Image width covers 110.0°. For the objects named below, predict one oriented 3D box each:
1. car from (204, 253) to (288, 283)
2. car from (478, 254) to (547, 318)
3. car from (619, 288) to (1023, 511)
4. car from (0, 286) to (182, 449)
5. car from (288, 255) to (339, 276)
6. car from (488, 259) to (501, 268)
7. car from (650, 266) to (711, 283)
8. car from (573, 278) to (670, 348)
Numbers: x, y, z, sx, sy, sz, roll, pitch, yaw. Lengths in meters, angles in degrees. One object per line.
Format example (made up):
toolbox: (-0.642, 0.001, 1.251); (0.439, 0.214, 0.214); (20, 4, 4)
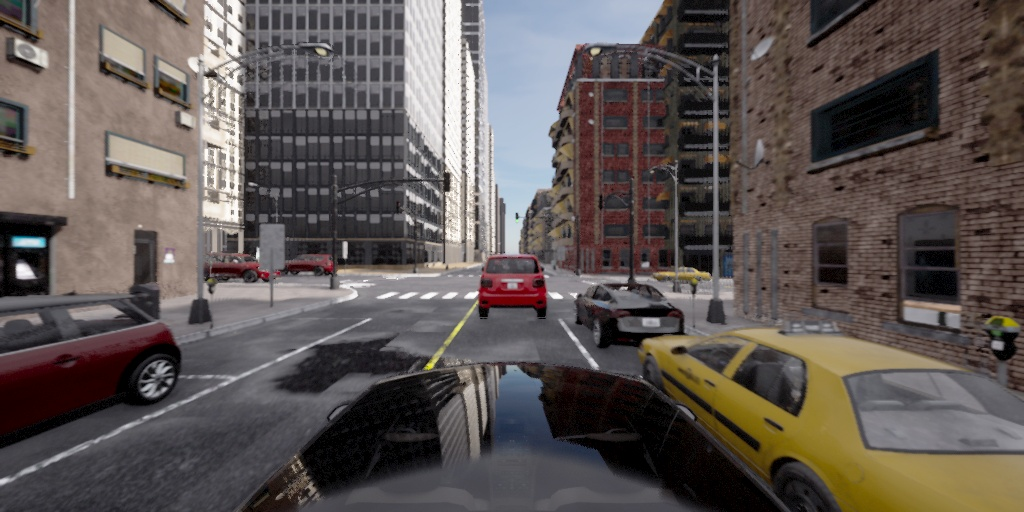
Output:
car: (-17.557, 0.765, 22.709); (5.009, 1.841, 2.192); (0, 0, 0)
car: (0.033, 0.973, 13.050); (2.150, 2.045, 5.566); (0, 0, 0)
car: (2.692, 1.276, 3.514); (1.751, 1.417, 4.829); (0, 0, 0)
car: (-5.689, 1.190, 3.350); (1.967, 1.591, 4.097); (0, 0, 0)
car: (-17.684, 0.787, 31.088); (5.009, 1.841, 2.192); (0, 0, 0)
car: (-2.993, 1.265, 61.994); (1.882, 1.535, 5.008); (0, 0, 1)
car: (14.656, 1.597, 31.342); (4.829, 1.417, 1.751); (0, 0, 0)
car: (2.696, 1.318, 9.027); (1.948, 1.339, 4.313); (0, 0, 0)
